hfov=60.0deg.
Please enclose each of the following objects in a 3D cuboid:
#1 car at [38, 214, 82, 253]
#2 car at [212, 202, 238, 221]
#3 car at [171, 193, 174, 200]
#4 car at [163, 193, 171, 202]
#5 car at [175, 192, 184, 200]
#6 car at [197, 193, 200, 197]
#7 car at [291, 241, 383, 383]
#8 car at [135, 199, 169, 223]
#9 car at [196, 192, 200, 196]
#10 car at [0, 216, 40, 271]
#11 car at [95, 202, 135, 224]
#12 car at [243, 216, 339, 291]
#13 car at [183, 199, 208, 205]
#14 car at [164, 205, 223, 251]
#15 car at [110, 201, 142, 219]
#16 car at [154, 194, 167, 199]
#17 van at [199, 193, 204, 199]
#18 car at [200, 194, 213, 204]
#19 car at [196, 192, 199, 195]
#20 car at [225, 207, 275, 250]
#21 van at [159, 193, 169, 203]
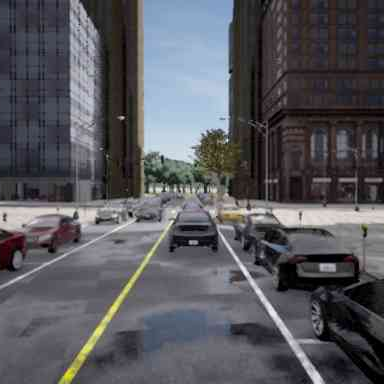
[{"bbox_3d":[-5.773,1.576,13.503,1.802,1.307,4.206,-1,0,0],"label":"car"},{"bbox_3d":[2.751,1.507,24.604,1.752,1.417,4.829,-1,0,0],"label":"car"},{"bbox_3d":[-5.780,1.173,73.648,2.192,1.841,5.009,-1,0,0],"label":"car"},{"bbox_3d":[-5.779,1.212,62.288,2.192,1.841,5.009,-1,0,0],"label":"car"},{"bbox_3d":[-3.009,1.403,85.090,1.895,1.301,4.718,0,0,0],"label":"car"},{"bbox_3d":[2.747,1.361,79.506,1.752,1.417,4.829,-1,0,0],"label":"car"},{"bbox_3d":[2.754,1.566,3.623,1.947,1.339,4.313,-1,0,0],"label":"car"},{"bbox_3d":[-3.072,1.487,25.502,1.837,1.490,4.892,0,0,0],"label":"car"},{"bbox_3d":[2.746,1.358,85.015,1.887,1.381,4.507,-1,0,0],"label":"car"},{"bbox_3d":[-5.773,1.542,8.126,1.887,1.381,4.507,-1,0,0],"label":"car"},{"bbox_3d":[-5.774,1.533,24.259,2.008,1.369,4.403,-1,0,0],"label":"car"},{"bbox_3d":[2.753,1.563,8.827,1.947,1.339,4.313,-1,0,0],"label":"car"},{"bbox_3d":[0.060,1.540,27.764,1.994,1.385,4.181,0,0,0],"label":"car"},{"bbox_3d":[0.067,1.499,13.937,1.837,1.490,4.892,0,0,0],"label":"car"},{"bbox_3d":[-5.774,1.540,29.638,1.947,1.339,4.313,-1,0,0],"label":"car"},{"bbox_3d":[-5.776,1.496,56.608,1.802,1.307,4.206,-1,0,0],"label":"car"},{"bbox_3d":[2.746,1.238,62.297,1.690,1.788,3.998,-1,0,0],"label":"van"},{"bbox_3d":[2.749,1.439,56.788,1.752,1.417,4.829,-1,0,0],"label":"car"},{"bbox_3d":[2.746,1.340,90.694,2.008,1.369,4.403,-1,0,0],"label":"car"},{"bbox_3d":[2.752,1.545,14.028,2.008,1.369,4.403,-1,0,0],"label":"car"},{"bbox_3d":[-5.779,1.220,67.968,1.690,1.788,3.998,-1,0,0],"label":"van"}]
